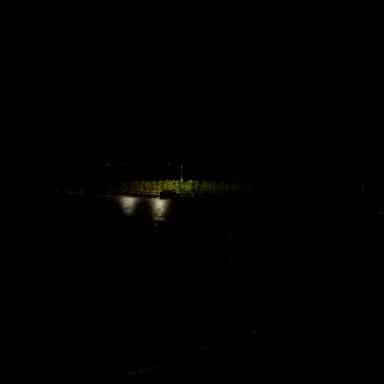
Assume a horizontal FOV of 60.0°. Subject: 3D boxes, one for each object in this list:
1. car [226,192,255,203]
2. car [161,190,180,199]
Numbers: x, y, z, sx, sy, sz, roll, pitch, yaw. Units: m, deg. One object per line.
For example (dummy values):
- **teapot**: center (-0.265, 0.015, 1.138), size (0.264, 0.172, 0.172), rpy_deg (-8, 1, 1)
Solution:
- **car**: center (7.015, 0.827, 48.169), size (2.128, 1.511, 4.902), rpy_deg (0, 1, -35)
- **car**: center (-4.151, 0.385, 63.985), size (2.097, 1.767, 4.553), rpy_deg (0, 1, -35)
